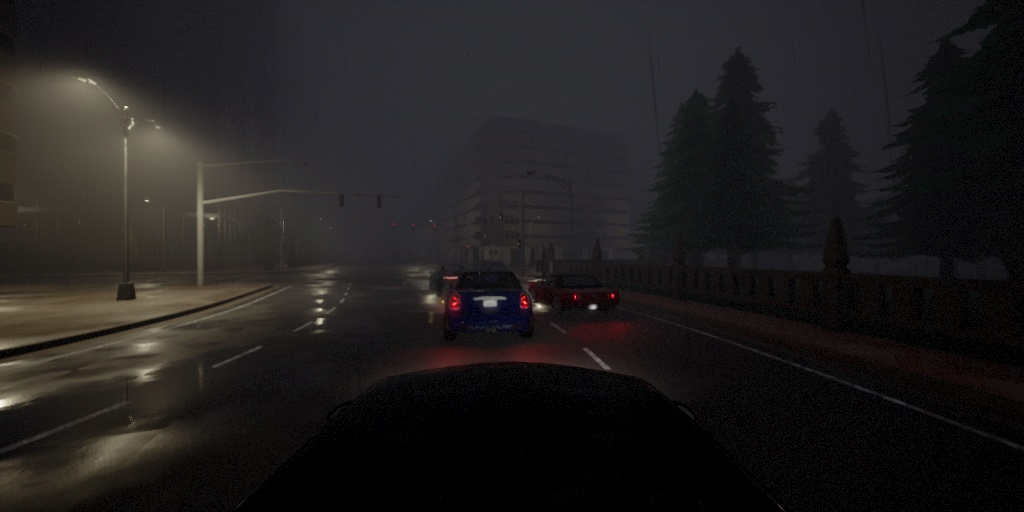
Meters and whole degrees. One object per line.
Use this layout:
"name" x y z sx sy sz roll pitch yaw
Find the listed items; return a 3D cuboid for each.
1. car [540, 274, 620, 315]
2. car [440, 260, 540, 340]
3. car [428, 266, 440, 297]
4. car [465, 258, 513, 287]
"car" 2.082 1.327 13.627 1.895 1.301 4.718 0 0 -13
"car" -0.785 1.086 10.142 2.097 1.767 4.553 0 0 -8
"car" -3.221 1.209 18.804 2.128 1.511 4.902 0 0 -19
"car" -1.686 1.057 24.681 2.097 1.767 4.553 0 0 -20
